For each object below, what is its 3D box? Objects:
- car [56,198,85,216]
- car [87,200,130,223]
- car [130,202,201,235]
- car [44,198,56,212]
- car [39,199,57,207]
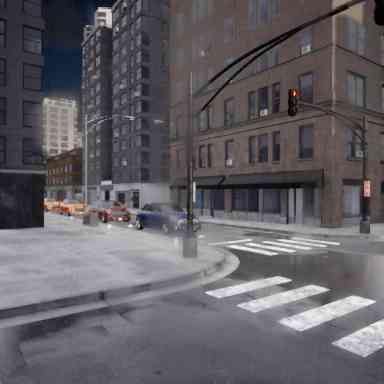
[{"bbox_3d":[-12.260,1.502,34.640,2.097,1.767,4.553,0,0,-35],"label":"car"},{"bbox_3d":[-6.665,1.460,26.768,2.097,1.767,4.553,0,0,-35],"label":"car"},{"bbox_3d":[-1.470,1.421,19.482,2.097,1.767,4.553,0,0,-38],"label":"car"},{"bbox_3d":[-17.866,1.544,42.521,2.097,1.767,4.553,0,0,-35],"label":"car"},{"bbox_3d":[-24.768,1.865,57.201,1.895,1.301,4.718,0,0,-35],"label":"car"}]
